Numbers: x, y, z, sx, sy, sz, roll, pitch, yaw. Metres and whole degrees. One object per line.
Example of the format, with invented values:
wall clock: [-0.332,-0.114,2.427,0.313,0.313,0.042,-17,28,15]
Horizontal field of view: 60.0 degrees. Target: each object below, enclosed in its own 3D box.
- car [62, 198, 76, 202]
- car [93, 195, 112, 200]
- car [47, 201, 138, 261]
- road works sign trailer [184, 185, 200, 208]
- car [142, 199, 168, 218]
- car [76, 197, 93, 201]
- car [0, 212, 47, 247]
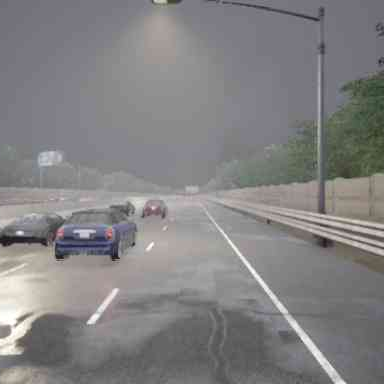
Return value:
car: [-24.503,1.872,67.012,2.033,1.411,5.357,0,0,0]
car: [-17.503,1.557,66.985,2.150,2.045,5.566,0,0,0]
car: [-3.401,1.395,12.641,2.097,1.767,4.553,0,0,0]
road works sign trailer: [-0.002,0.706,52.713,2.380,3.560,2.880,0,0,0]
car: [-3.402,1.476,31.356,2.097,1.767,4.553,0,0,0]
car: [-21.003,1.810,67.013,1.882,1.535,5.008,0,0,0]
car: [-6.901,1.617,15.345,1.994,1.385,4.181,0,0,0]
